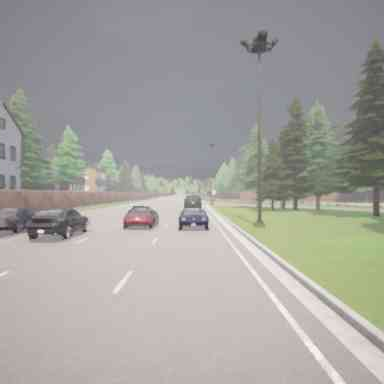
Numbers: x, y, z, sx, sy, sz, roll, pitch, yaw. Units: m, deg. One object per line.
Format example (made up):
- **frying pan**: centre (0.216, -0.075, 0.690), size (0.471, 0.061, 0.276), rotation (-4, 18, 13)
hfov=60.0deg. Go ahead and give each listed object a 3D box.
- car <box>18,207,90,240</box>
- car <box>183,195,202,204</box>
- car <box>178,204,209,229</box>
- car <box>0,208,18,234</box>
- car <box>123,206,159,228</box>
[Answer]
- **car**: centre (-6.900, 1.571, 17.584), size (1.837, 1.490, 4.892), rotation (0, 0, 0)
- **car**: centre (0.107, 1.380, 41.909), size (2.150, 2.045, 5.566), rotation (0, 0, 0)
- **car**: centre (0.103, 1.685, 22.243), size (1.895, 1.301, 4.718), rotation (0, 0, 0)
- **car**: centre (-10.399, 1.621, 19.668), size (2.033, 1.411, 5.357), rotation (0, 0, 0)
- **car**: centre (-3.399, 1.650, 22.724), size (1.994, 1.385, 4.181), rotation (0, 0, 0)
